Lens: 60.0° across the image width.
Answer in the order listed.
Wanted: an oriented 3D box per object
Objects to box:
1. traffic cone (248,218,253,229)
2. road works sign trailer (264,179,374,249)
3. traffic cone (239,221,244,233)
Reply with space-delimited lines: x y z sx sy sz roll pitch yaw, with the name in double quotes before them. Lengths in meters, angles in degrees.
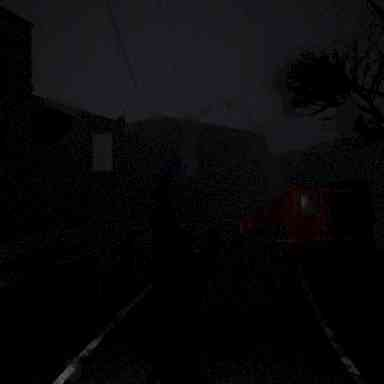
"traffic cone" 3.412 1.835 19.537 0.340 0.580 0.340 1 1 23
"road works sign trailer" 4.680 0.871 12.347 2.880 2.380 3.560 -4 -1 -45
"traffic cone" 2.631 1.845 17.696 0.340 0.580 0.340 1 1 23
